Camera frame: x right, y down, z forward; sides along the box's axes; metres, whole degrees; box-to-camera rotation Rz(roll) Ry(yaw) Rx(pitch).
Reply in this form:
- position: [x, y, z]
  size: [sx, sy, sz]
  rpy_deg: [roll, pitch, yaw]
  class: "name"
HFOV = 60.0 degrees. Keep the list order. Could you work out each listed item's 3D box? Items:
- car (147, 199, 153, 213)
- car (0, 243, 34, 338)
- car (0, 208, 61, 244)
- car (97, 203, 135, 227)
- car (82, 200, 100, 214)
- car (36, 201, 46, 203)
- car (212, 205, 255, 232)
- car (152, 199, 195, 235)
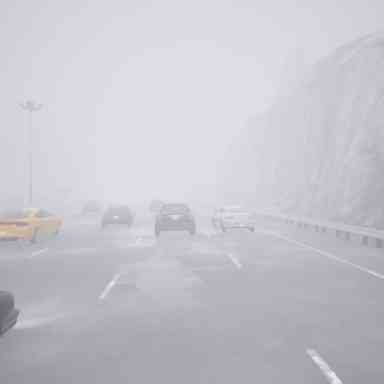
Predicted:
- position: [-3.967, 1.512, 37.734]
  size: [1.837, 1.490, 4.892]
  rpy_deg: [0, 0, -12]
  class: "car"
- position: [-3.476, 1.555, 2.542]
  size: [2.033, 1.411, 5.357]
  rpy_deg: [0, 0, -1]
  class: "car"
- position: [-7.759, 1.493, 15.803]
  size: [1.882, 1.535, 5.008]
  rpy_deg: [0, 0, -5]
  class: "car"
- position: [-5.042, 1.574, 23.048]
  size: [1.994, 1.385, 4.181]
  rpy_deg: [0, 0, -7]
  class: "car"
- position: [-10.616, 1.568, 35.570]
  size: [2.033, 1.411, 5.357]
  rpy_deg: [0, 0, -12]
  class: "car"
- position: [-31.722, 1.583, 70.558]
  size: [1.994, 1.385, 4.181]
  rpy_deg: [0, 0, -18]
  class: "car"
- position: [2.392, 1.520, 19.846]
  size: [1.812, 1.442, 4.674]
  rpy_deg: [0, 0, -6]
  class: "car"
- position: [-1.039, 1.353, 18.932]
  size: [2.097, 1.767, 4.553]
  rpy_deg: [0, 0, -6]
  class: "car"
